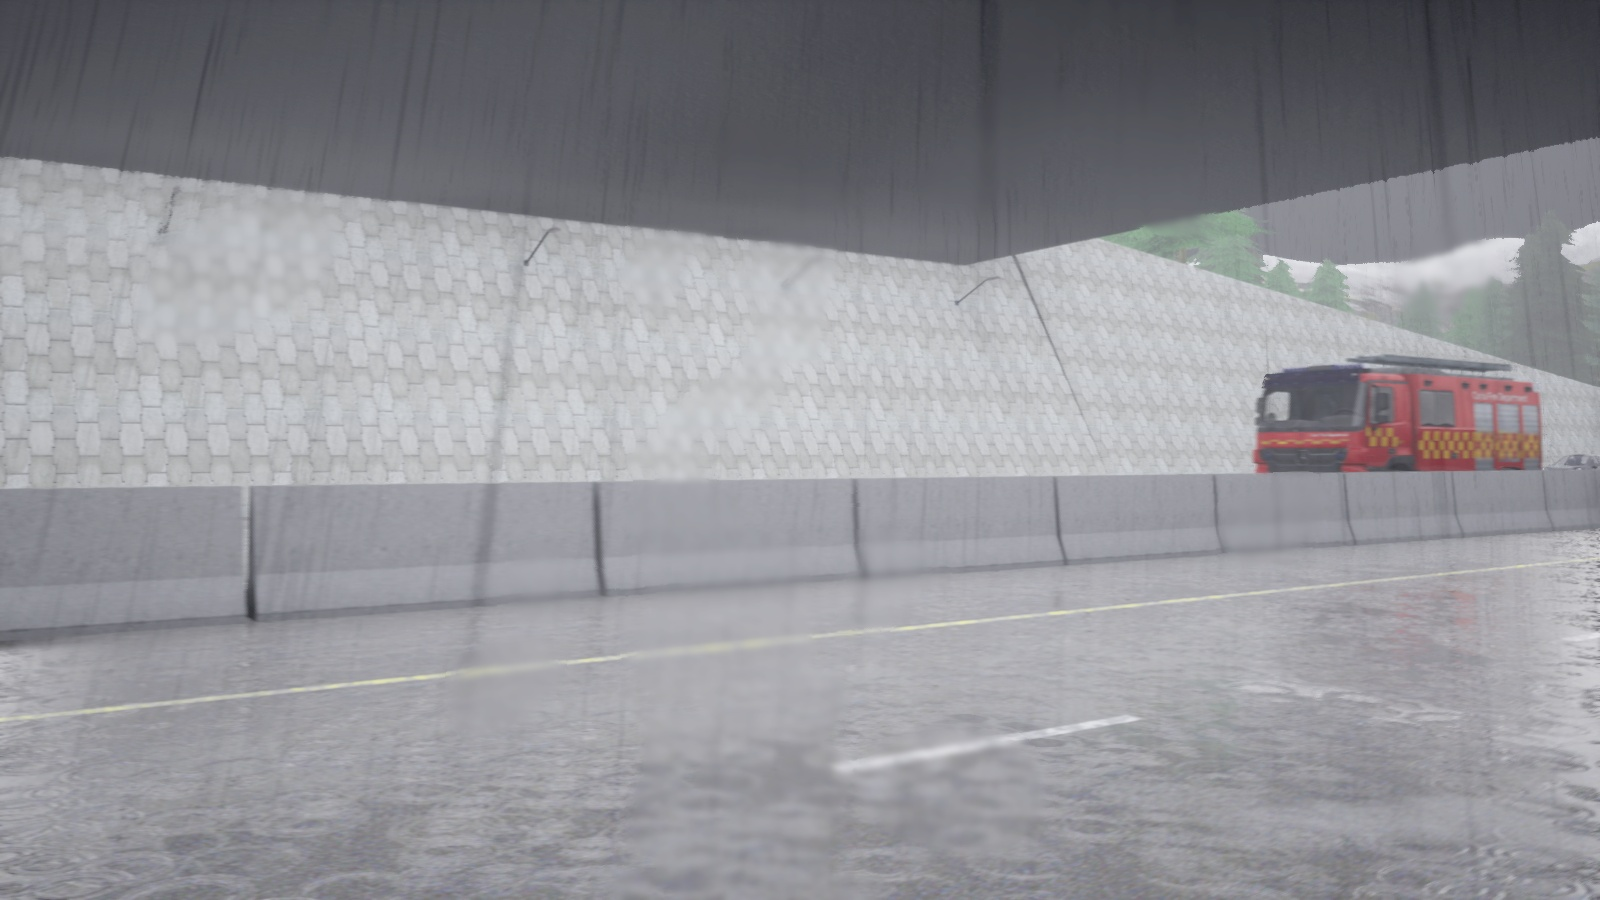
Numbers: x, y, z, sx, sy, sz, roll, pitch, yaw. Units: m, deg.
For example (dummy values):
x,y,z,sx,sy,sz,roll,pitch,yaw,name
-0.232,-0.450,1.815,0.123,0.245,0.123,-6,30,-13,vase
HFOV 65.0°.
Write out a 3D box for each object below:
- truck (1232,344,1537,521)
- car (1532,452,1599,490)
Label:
x,y,z,sx,sy,sz,roll,pitch,yaw,name
14.481,-0.375,30.779,8.468,3.827,2.891,0,0,-35,truck
31.731,0.817,51.275,3.633,1.501,1.845,0,0,-35,car
